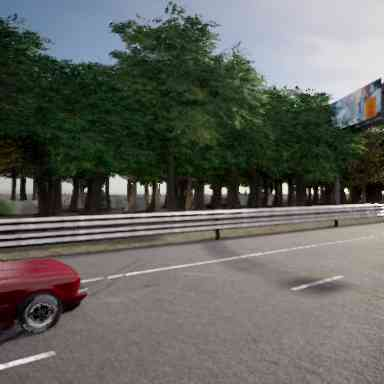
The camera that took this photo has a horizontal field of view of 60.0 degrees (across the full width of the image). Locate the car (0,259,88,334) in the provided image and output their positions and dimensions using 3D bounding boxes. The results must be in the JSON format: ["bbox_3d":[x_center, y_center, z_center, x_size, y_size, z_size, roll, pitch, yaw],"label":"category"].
[{"bbox_3d":[-4.148,1.601,5.087,4.718,1.301,1.895,0,0,-35],"label":"car"}]
